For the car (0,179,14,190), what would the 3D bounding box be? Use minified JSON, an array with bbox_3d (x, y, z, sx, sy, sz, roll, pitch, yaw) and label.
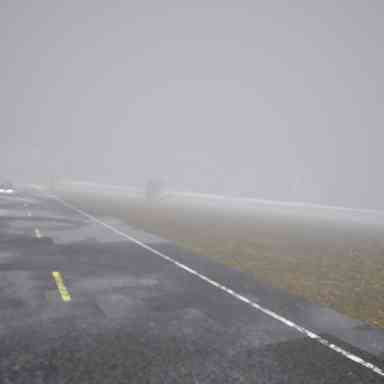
[{"bbox_3d":[-28.697,-1.180,51.588,2.128,1.511,4.902,5,0,-28],"label":"car"}]
